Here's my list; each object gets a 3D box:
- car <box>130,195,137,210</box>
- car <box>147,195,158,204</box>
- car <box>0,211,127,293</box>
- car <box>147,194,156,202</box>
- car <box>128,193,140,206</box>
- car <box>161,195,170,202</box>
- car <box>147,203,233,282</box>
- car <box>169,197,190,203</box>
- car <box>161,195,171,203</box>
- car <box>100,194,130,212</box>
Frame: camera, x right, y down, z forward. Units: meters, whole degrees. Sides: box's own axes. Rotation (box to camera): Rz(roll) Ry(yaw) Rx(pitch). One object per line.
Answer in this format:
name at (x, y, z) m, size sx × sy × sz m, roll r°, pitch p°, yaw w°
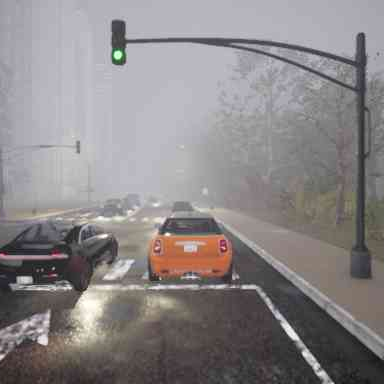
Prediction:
car at (-8.674, 1.538, 43.535) m, size 1.837 × 1.490 × 4.892 m, roll 0°, pitch 0°, yaw -6°
car at (-7.736, 1.509, 65.068) m, size 1.882 × 1.535 × 5.008 m, roll 0°, pitch 0°, yaw -8°
car at (-3.301, 1.503, 8.897) m, size 2.128 × 1.511 × 4.902 m, roll 0°, pitch 0°, yaw -1°
car at (-9.238, 1.340, 75.421) m, size 1.882 × 1.535 × 5.008 m, roll 0°, pitch 0°, yaw -9°
car at (-9.621, 1.255, 53.856) m, size 2.150 × 2.045 × 5.566 m, roll 0°, pitch 0°, yaw -6°
car at (-6.024, 1.384, 75.904) m, size 1.812 × 1.442 × 4.674 m, roll 0°, pitch 0°, yaw -9°
car at (-0.074, 1.362, 9.978) m, size 2.097 × 1.767 × 4.553 m, roll 0°, pitch 0°, yaw -1°
car at (-0.932, 1.503, 30.086) m, size 1.882 × 1.535 × 5.008 m, roll 0°, pitch 0°, yaw -3°
car at (-4.573, 1.630, 65.911) m, size 1.895 × 1.301 × 4.718 m, roll 0°, pitch 0°, yaw -8°
car at (-7.884, 1.383, 33.611) m, size 2.097 × 1.767 × 4.553 m, roll 0°, pitch 0°, yaw -4°
